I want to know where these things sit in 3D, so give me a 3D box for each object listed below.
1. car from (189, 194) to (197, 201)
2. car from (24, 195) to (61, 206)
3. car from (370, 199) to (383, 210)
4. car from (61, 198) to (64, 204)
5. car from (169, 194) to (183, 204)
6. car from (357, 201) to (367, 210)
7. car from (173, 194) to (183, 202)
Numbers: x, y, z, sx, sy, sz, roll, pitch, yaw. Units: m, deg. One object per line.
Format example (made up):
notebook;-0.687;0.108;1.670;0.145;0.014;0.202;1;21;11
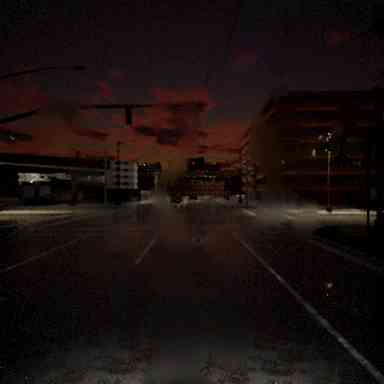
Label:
car;0.210;1.315;81.116;1.837;1.490;4.892;0;0;0
car;-23.311;1.274;51.007;4.611;1.667;2.242;0;0;1
car;23.117;1.586;37.529;4.718;1.301;1.895;0;0;0
car;-24.028;1.433;56.758;3.806;1.475;1.970;0;0;1
car;-3.163;1.479;62.038;1.837;1.490;4.892;0;0;0
car;22.667;1.548;41.026;4.181;1.385;1.994;0;0;1
car;-3.268;1.324;78.433;2.097;1.767;4.553;0;0;0
